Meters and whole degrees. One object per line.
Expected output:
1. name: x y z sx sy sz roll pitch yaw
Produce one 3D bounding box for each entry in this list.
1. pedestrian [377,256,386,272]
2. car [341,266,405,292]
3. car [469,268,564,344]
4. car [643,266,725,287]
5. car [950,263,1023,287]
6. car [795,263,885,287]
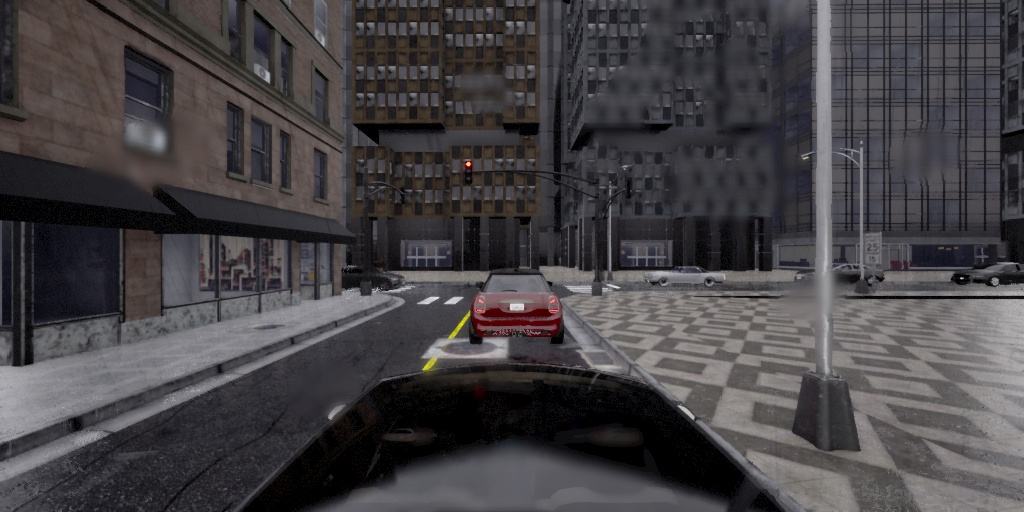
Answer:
1. pedestrian: -9.838 0.903 26.913 0.375 1.860 0.375 0 0 1
2. car: -8.570 1.284 20.649 4.674 1.442 1.812 0 0 1
3. car: 0.069 1.102 9.731 2.097 1.767 4.553 0 0 -1
4. car: 11.195 1.333 23.647 4.718 1.301 1.895 0 0 1
5. car: 31.807 1.209 23.409 4.892 1.490 1.837 0 0 1
6. car: 21.388 1.209 23.532 4.902 1.511 2.128 0 0 1
